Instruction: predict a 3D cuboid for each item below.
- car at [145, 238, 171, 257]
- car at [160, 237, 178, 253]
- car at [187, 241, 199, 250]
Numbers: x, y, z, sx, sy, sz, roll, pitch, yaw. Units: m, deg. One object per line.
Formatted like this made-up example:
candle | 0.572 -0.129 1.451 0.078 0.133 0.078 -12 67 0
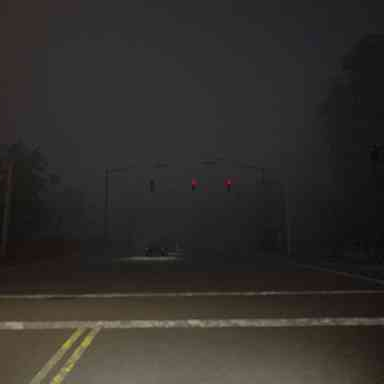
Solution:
car | -3.511 5.589 33.201 1.882 1.535 5.008 0 -8 0
car | -3.472 6.943 44.029 2.150 2.045 5.566 0 -8 1
car | 0.139 9.433 58.953 2.128 1.511 4.902 0 -8 0
